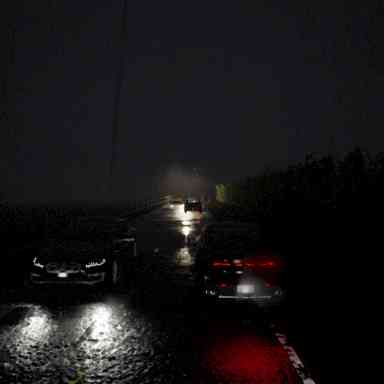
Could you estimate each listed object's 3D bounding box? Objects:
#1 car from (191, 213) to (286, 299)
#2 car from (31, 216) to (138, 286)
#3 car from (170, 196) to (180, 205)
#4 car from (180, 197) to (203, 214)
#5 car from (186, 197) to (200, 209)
[{"bbox_3d":[0.971,1.503,8.426,1.837,1.490,4.892,0,0,0],"label":"car"},{"bbox_3d":[-2.742,1.502,9.479,1.837,1.490,4.892,0,0,0],"label":"car"},{"bbox_3d":[-2.696,1.467,57.262,1.882,1.535,5.008,0,0,0],"label":"car"},{"bbox_3d":[0.109,1.483,35.594,2.128,1.511,4.902,0,0,0],"label":"car"},{"bbox_3d":[0.116,1.516,45.768,1.812,1.442,4.674,0,0,0],"label":"car"}]
